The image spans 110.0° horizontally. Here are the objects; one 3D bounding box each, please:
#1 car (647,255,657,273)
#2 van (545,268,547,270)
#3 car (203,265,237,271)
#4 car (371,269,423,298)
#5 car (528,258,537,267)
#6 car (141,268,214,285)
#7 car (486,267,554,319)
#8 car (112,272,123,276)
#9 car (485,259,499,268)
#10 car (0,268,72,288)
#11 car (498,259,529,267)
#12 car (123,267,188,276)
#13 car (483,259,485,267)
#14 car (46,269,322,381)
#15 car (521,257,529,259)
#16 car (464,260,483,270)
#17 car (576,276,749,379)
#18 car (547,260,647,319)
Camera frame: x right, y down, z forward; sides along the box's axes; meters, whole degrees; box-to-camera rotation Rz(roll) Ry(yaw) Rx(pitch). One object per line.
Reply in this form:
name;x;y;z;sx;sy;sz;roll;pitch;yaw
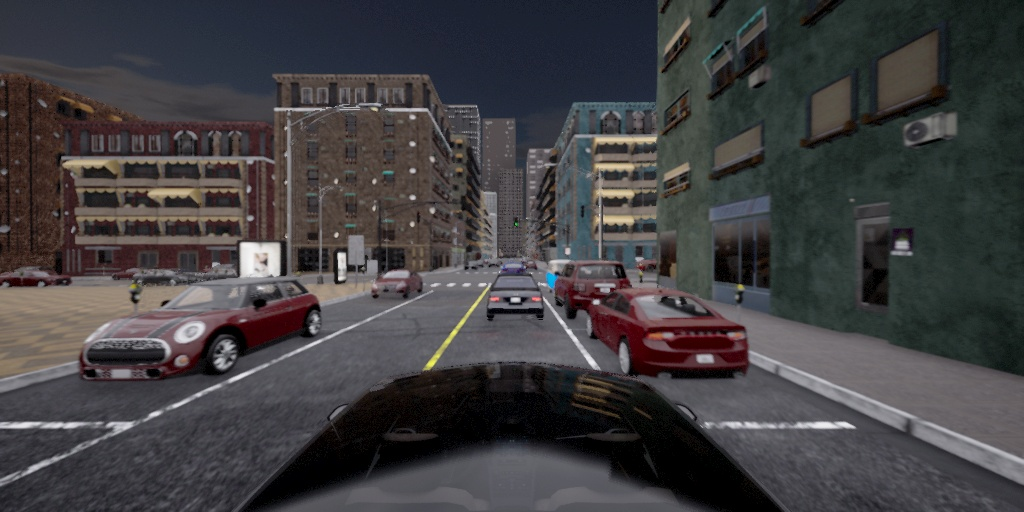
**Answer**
car;15.774;0.772;37.822;5.009;1.841;2.192;0;0;0
van;2.690;1.085;18.270;1.690;1.789;3.998;0;0;0
car;-22.392;1.631;29.042;4.403;1.370;2.007;0;0;0
car;-5.691;1.327;18.271;1.802;1.307;4.207;0;0;0
car;2.692;1.324;50.664;1.802;1.307;4.207;0;0;0
car;-29.487;1.763;31.708;4.718;1.301;1.895;-1;0;0
car;0.099;1.294;12.683;2.033;1.411;5.357;0;0;0
car;-39.161;1.840;37.512;4.207;1.307;1.802;0;0;0
car;-3.040;1.249;60.435;1.837;1.490;4.892;0;0;1
car;-38.390;1.860;28.974;4.507;1.381;1.888;0;0;0
car;0.103;1.220;28.515;1.882;1.535;5.008;0;0;0
car;-27.961;1.713;29.002;4.403;1.370;2.007;0;0;0
car;-5.688;1.311;61.724;1.948;1.339;4.313;0;0;0
car;-5.692;1.188;7.216;1.967;1.591;4.097;0;0;0
car;2.693;1.309;56.187;1.948;1.339;4.313;0;0;0
car;-5.689;1.308;50.676;1.948;1.339;4.313;0;0;0
car;2.689;1.293;7.214;1.888;1.381;4.507;0;0;0
car;2.689;1.061;12.742;2.192;1.841;5.009;0;0;0
